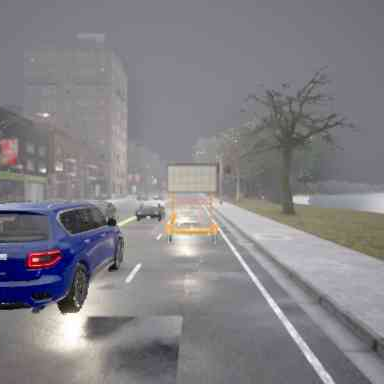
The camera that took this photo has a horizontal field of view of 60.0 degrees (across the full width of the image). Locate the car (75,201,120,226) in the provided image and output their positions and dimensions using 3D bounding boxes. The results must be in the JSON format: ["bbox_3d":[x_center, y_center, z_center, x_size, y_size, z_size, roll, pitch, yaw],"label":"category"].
[{"bbox_3d":[-6.600,1.434,23.755,1.837,1.490,4.892,0,0,0],"label":"car"}]

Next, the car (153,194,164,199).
[{"bbox_3d":[-6.516,1.097,65.767,2.033,1.411,5.357,0,1,0],"label":"car"}]

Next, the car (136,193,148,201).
[{"bbox_3d":[-9.767,1.053,65.756,1.837,1.490,4.892,0,1,0],"label":"car"}]

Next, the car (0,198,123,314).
[{"bbox_3d":[-3.151,1.229,7.760,2.150,2.045,5.566,0,0,0],"label":"car"}]

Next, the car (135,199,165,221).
[{"bbox_3d":[-3.152,1.513,26.178,1.895,1.301,4.718,0,0,0],"label":"car"}]

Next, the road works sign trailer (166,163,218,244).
[{"bbox_3d":[-0.002,0.444,15.661,2.380,3.560,2.880,0,0,0],"label":"road works sign trailer"}]

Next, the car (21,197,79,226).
[{"bbox_3d":[-9.850,1.282,23.524,2.097,1.767,4.553,0,0,0],"label":"car"}]
